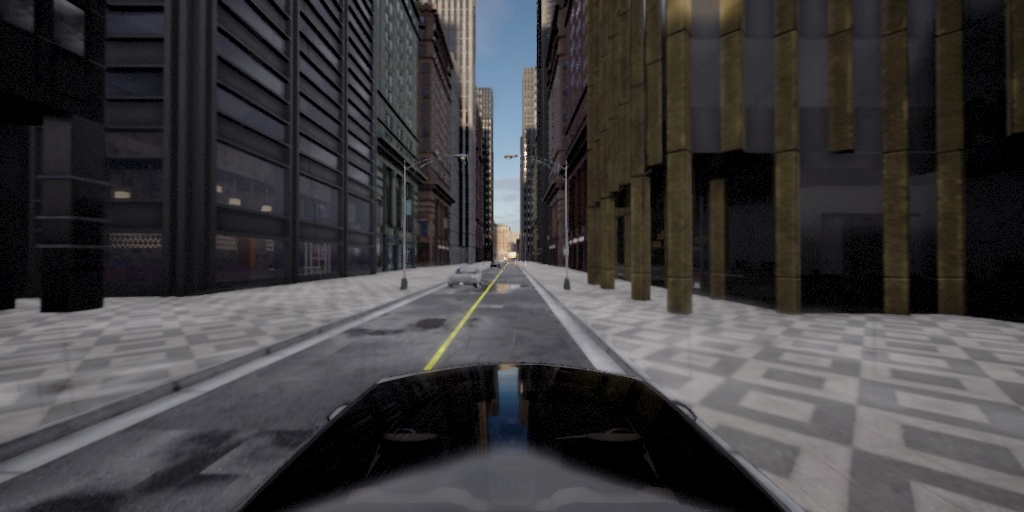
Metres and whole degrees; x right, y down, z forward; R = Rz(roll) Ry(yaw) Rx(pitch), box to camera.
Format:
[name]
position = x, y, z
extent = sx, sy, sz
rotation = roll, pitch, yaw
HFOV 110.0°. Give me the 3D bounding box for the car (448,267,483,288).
[car]
position = -3.106, 1.421, 24.333
extent = 1.895, 1.301, 4.718
rotation = 0, 0, 0
